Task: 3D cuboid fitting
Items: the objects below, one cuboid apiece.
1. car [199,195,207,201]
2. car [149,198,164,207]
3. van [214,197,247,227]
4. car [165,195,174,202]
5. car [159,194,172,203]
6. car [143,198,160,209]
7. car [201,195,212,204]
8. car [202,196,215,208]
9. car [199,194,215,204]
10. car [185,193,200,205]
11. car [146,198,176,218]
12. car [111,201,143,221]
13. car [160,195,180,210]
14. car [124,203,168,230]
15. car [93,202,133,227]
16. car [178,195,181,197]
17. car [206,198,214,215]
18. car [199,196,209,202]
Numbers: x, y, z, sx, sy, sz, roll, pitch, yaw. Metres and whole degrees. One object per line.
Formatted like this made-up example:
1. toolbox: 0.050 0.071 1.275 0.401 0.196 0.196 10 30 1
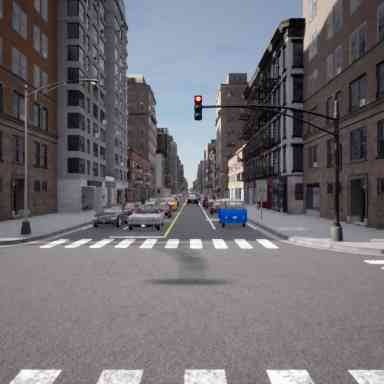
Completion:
1. car: 2.675 1.530 84.913 1.947 1.339 4.313 0 0 0
2. car: -5.365 1.556 50.823 1.947 1.339 4.313 0 0 0
3. van: 2.647 1.340 22.419 1.690 1.788 3.998 0 0 0
4. car: -5.353 1.409 79.232 1.967 1.590 4.097 0 0 0
5. car: -5.358 1.292 67.868 2.192 1.841 5.009 0 0 0
6. car: -5.368 1.519 44.971 1.752 1.417 4.829 0 0 0
7. car: 2.665 1.422 62.188 1.967 1.590 4.097 0 0 0
8. car: 2.657 1.576 45.144 1.802 1.307 4.206 0 0 0
9. car: 2.660 1.305 50.825 2.192 1.841 5.009 0 0 0
10. car: 0.135 1.463 56.841 1.882 1.535 5.008 0 0 0
11. car: -2.833 1.562 30.266 1.994 1.385 4.181 0 0 0
12. car: -5.376 1.543 28.095 1.887 1.381 4.507 0 0 0
13. car: -2.826 1.474 39.912 1.882 1.535 5.008 0 0 0
14. car: -2.811 1.600 21.121 1.895 1.301 4.718 0 0 -1
15. car: -5.378 1.549 22.413 2.008 1.369 4.403 0 0 0
16. car: -2.788 1.591 50.018 1.895 1.301 4.718 0 0 0
17. car: 2.652 1.580 33.781 1.802 1.307 4.206 0 0 0
18. car: 2.670 1.524 73.550 2.008 1.369 4.403 0 0 0
